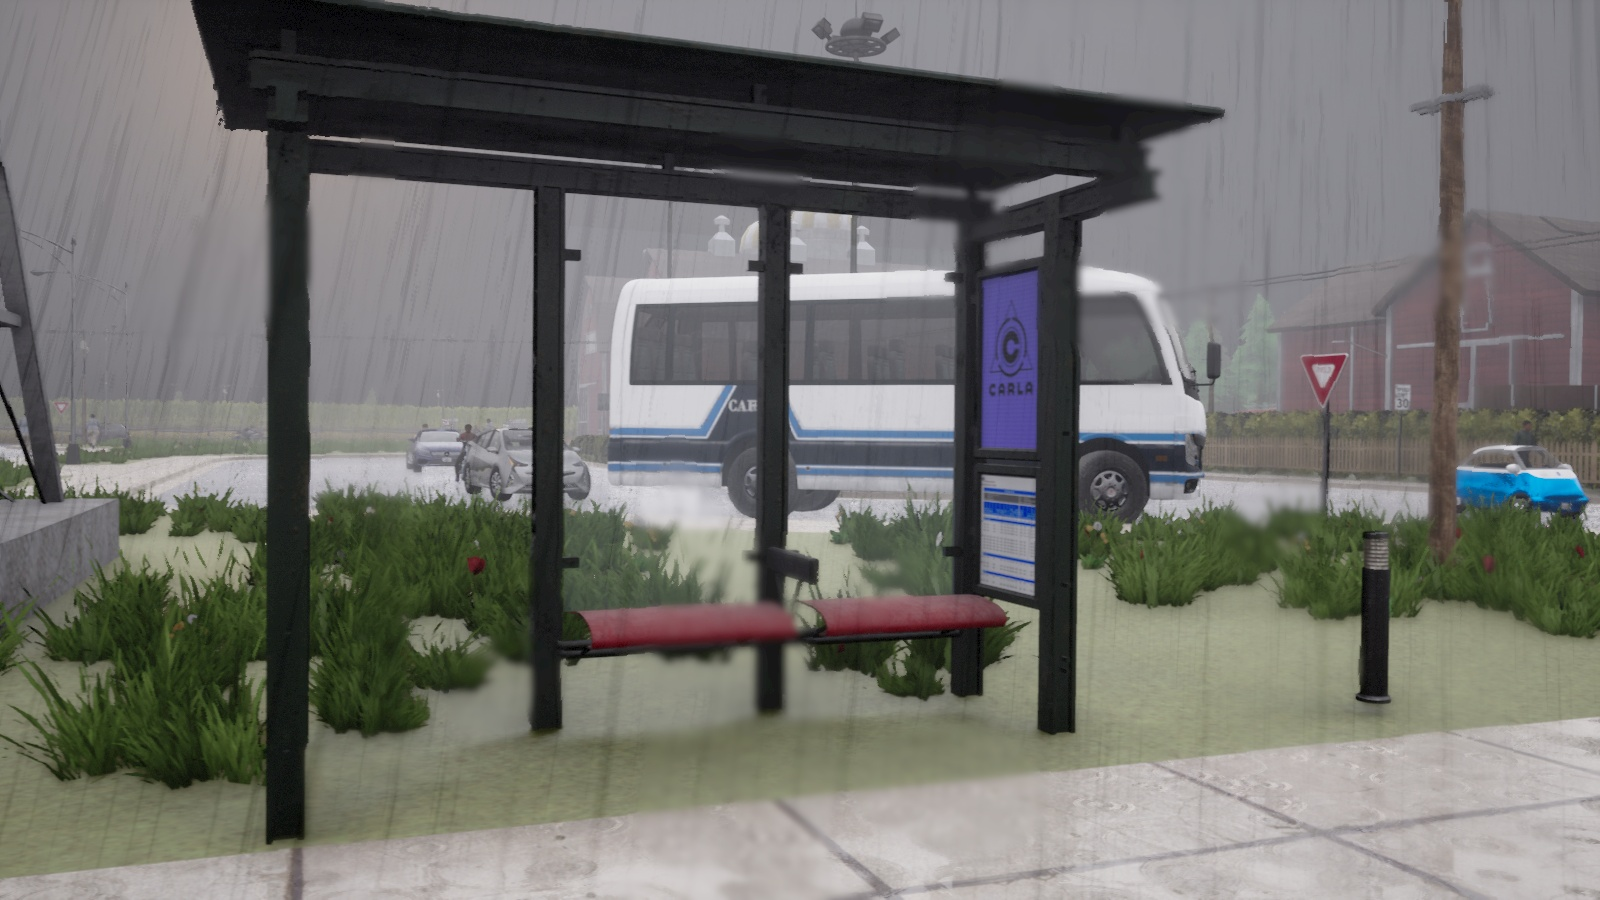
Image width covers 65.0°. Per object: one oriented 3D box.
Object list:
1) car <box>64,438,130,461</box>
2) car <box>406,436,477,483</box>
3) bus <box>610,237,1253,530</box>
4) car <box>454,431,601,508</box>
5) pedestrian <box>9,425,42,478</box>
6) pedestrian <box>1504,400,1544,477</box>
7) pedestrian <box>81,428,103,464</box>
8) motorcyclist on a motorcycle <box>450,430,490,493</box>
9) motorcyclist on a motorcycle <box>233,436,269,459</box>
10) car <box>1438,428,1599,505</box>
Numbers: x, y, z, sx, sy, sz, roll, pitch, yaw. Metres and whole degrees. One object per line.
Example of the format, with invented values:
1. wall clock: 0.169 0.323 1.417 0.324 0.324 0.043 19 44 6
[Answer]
1. car: -47.873 -0.049 85.601 3.633 1.501 1.845 -1 1 -21
2. car: -12.069 0.265 42.111 1.812 1.442 4.674 -1 1 -21
3. bus: 2.280 -0.967 21.689 10.273 4.253 3.944 0 1 18
4. car: -6.039 0.359 27.405 2.007 1.525 4.514 -1 1 -27
5. pedestrian: -27.669 0.032 44.883 0.874 1.855 0.900 -1 1 -24
6. pedestrian: 18.427 -0.296 31.971 0.423 1.949 0.788 -1 1 -23
7. pedestrian: -36.791 -0.200 65.268 0.874 1.855 0.900 -1 1 -35
8. motorcyclist on a motorcycle: -9.089 0.280 34.523 0.766 1.649 2.350 -1 1 -21
9. motorcyclist on a motorcycle: -37.526 -0.154 85.829 2.191 1.530 0.866 -1 1 -21
10. car: 13.571 0.295 23.800 1.481 1.376 2.207 -1 0 -21
